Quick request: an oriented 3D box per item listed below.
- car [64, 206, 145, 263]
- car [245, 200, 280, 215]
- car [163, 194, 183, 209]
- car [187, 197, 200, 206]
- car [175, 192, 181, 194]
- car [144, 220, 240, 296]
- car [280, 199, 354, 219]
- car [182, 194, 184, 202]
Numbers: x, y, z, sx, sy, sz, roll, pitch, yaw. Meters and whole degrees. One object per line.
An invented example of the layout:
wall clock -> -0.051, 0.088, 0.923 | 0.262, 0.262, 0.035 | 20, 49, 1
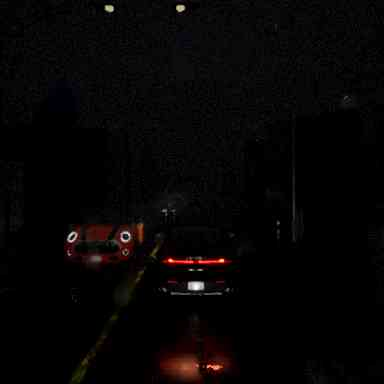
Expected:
car -> -2.875, 1.342, 11.826 | 2.097, 1.767, 4.553 | 0, 0, -3
car -> 7.549, 1.477, 32.305 | 4.674, 1.442, 1.812 | -1, -1, 1
car -> -2.696, 1.406, 44.448 | 2.128, 1.511, 4.902 | 0, 0, 2
car -> 0.246, 1.443, 52.139 | 2.033, 1.411, 5.357 | 0, 0, 0
car -> -2.634, 1.337, 67.533 | 1.882, 1.535, 5.008 | 0, 0, 0
car -> 0.094, 1.494, 8.597 | 1.837, 1.490, 4.892 | 0, 0, 0
car -> 9.746, 1.262, 25.536 | 5.008, 1.535, 1.882 | -1, -1, -1
car -> -2.658, 1.436, 54.920 | 2.033, 1.411, 5.357 | 0, 0, 1
